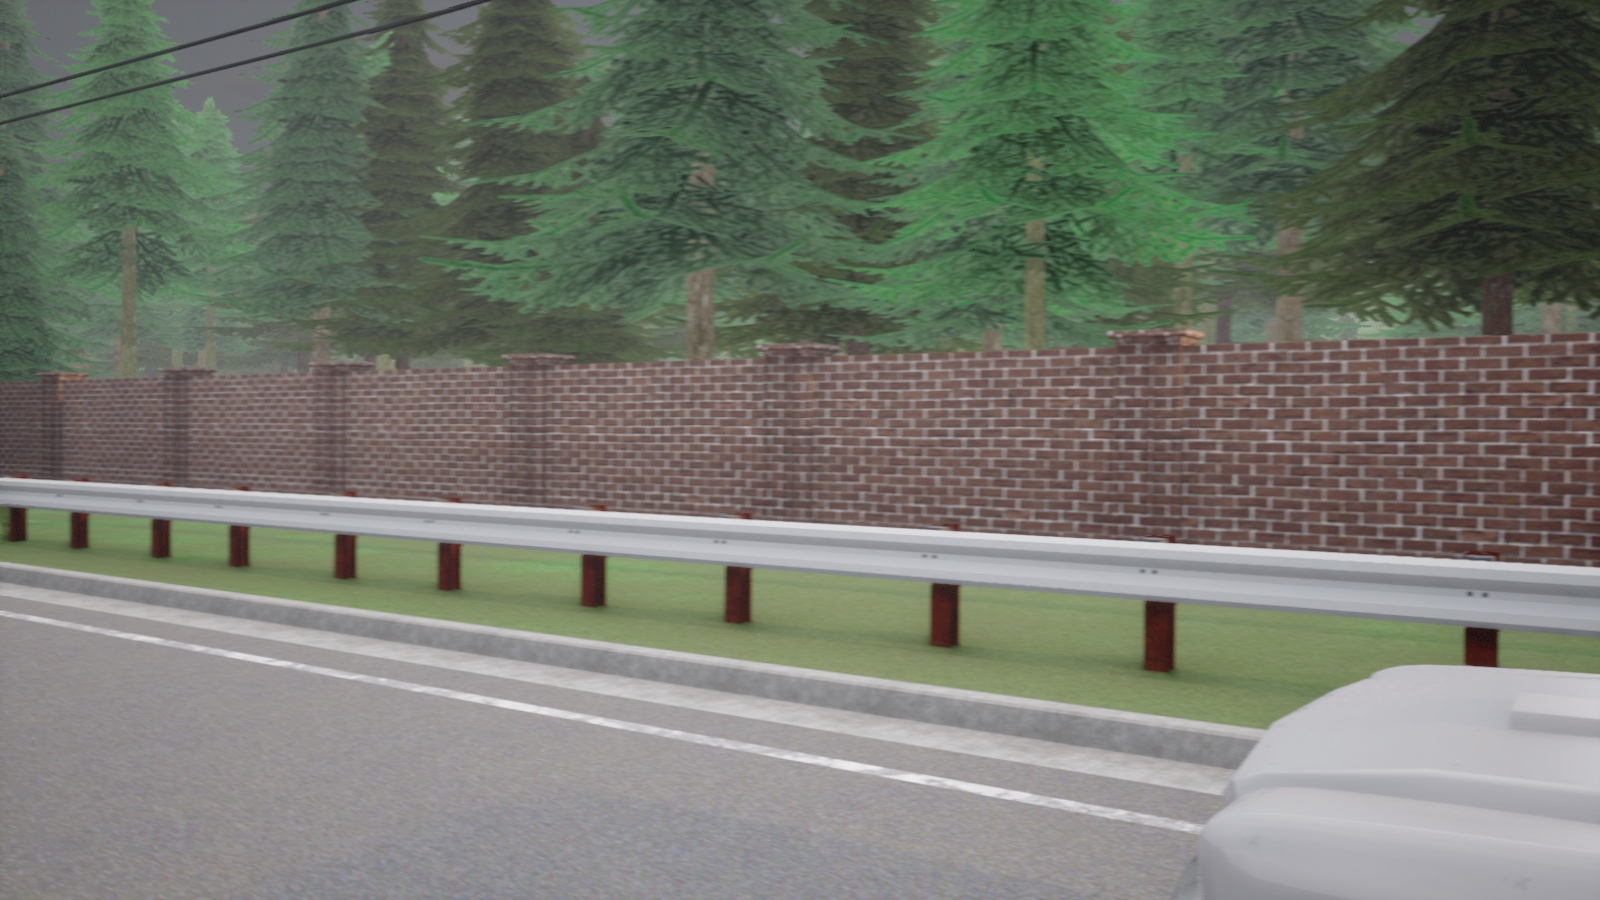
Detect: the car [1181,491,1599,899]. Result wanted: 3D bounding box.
[{"bbox_3d":[3.120,0.782,1.553,4.718,1.301,1.895,0,1,34],"label":"car"}]
